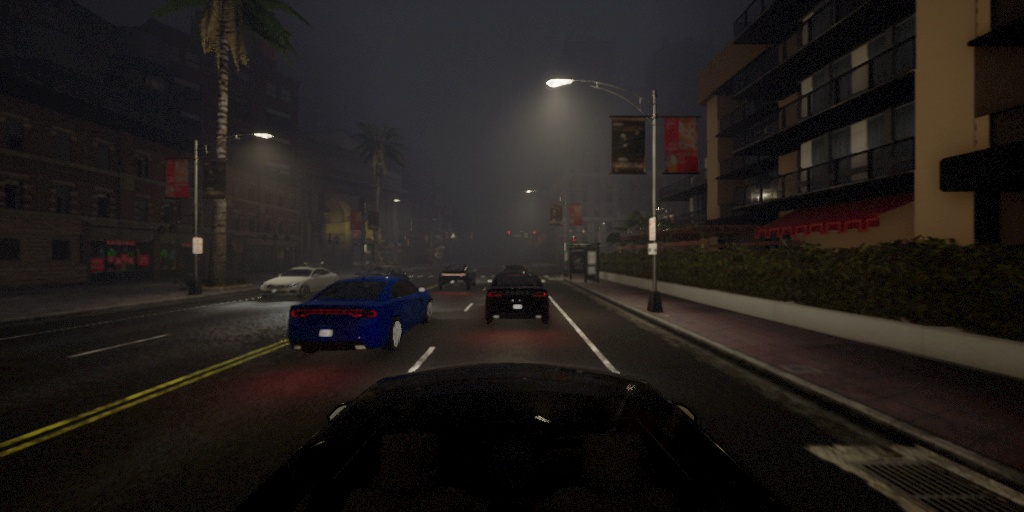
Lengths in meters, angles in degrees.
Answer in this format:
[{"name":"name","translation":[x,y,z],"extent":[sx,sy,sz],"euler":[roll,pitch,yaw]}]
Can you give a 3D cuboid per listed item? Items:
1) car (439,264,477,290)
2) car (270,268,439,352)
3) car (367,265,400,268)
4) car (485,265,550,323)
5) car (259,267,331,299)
[{"name":"car","translation":[-3.301,1.244,22.286],"extent":[2.128,1.511,4.902],"euler":[0,0,0]},{"name":"car","translation":[-3.350,1.227,8.939],"extent":[1.882,1.535,5.008],"euler":[0,0,0]},{"name":"car","translation":[-6.988,1.242,19.118],"extent":[2.128,1.511,4.902],"euler":[0,0,1]},{"name":"car","translation":[0.154,1.230,12.188],"extent":[1.882,1.535,5.008],"euler":[0,0,0]},{"name":"car","translation":[-10.498,1.274,18.185],"extent":[1.812,1.442,4.674],"euler":[0,0,1]}]
